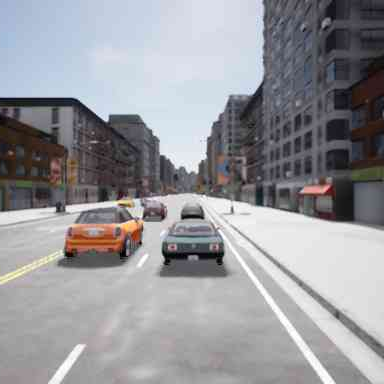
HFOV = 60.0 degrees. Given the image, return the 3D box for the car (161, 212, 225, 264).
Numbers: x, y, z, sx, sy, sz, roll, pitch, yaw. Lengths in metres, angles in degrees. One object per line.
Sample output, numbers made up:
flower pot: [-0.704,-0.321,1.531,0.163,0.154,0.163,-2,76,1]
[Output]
car: [0.056,1.622,11.831,1.895,1.301,4.718,0,0,0]

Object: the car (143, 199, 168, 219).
car: [-3.188,1.580,29.264,1.812,1.442,4.674,0,0,0]

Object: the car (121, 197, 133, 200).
car: [-9.847,1.579,49.896,1.882,1.535,5.008,0,0,0]

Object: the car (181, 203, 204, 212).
car: [0.061,1.617,28.819,1.994,1.385,4.181,0,0,0]

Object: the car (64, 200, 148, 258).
car: [-3.190,1.374,12.964,2.097,1.767,4.553,0,0,0]
